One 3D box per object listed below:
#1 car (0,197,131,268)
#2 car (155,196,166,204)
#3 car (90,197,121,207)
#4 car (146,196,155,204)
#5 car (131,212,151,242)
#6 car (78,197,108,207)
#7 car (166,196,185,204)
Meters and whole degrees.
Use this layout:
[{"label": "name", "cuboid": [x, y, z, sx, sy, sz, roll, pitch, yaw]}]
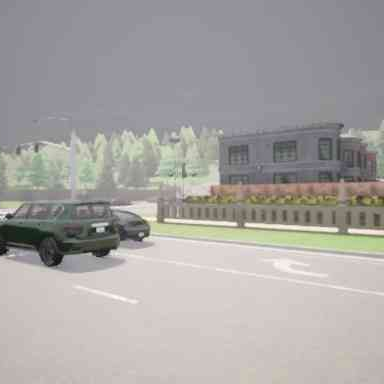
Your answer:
[{"label": "car", "cuboid": [-5.002, 1.274, 11.822, 5.566, 2.045, 2.150, 0, 0, 36]}, {"label": "car", "cuboid": [-4.996, 1.721, 70.288, 1.837, 1.490, 4.892, 0, 0, 36]}, {"label": "car", "cuboid": [-14.795, 1.715, 56.963, 2.128, 1.511, 4.902, 0, 0, 36]}, {"label": "car", "cuboid": [-7.849, 1.593, 72.316, 2.097, 1.767, 4.553, 0, 0, 36]}, {"label": "car", "cuboid": [-4.096, 1.566, 15.503, 4.892, 1.490, 1.837, 0, 0, 36]}, {"label": "car", "cuboid": [-17.525, 1.717, 59.130, 1.882, 1.535, 5.008, 0, 0, 37]}, {"label": "car", "cuboid": [-2.614, 1.803, 67.628, 1.895, 1.301, 4.718, 0, 0, 36]}]
